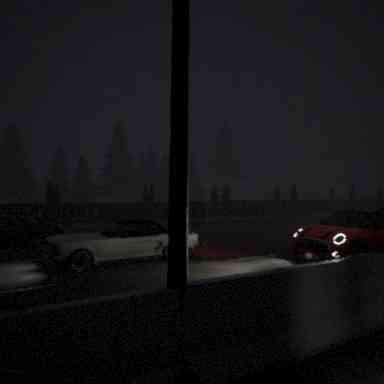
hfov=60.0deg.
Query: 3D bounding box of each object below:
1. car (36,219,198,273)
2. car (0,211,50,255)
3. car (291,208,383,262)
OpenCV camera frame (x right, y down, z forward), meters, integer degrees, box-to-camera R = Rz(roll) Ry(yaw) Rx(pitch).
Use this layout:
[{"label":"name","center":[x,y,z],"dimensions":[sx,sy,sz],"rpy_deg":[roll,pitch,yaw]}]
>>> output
[{"label":"car","center":[-2.232,1.578,10.689],"dimensions":[4.718,1.301,1.895],"rpy_deg":[0,0,-32]},{"label":"car","center":[-7.082,1.452,11.604],"dimensions":[4.902,1.511,2.128],"rpy_deg":[0,0,-34]},{"label":"car","center":[5.529,1.350,11.144],"dimensions":[4.553,1.767,2.097],"rpy_deg":[0,0,-28]}]
